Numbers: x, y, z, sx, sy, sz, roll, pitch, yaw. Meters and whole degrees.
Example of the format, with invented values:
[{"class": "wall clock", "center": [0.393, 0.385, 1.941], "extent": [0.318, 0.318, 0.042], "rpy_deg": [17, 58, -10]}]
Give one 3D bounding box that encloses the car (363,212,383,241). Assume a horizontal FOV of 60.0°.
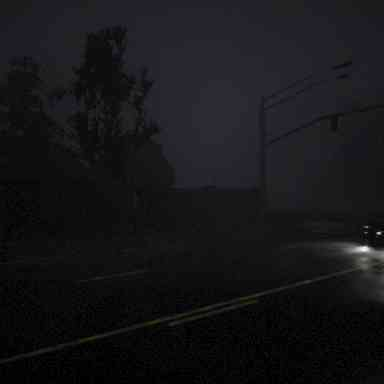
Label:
[{"class": "car", "center": [9.658, 1.442, 15.065], "extent": [4.892, 1.490, 1.837], "rpy_deg": [0, 0, -35]}]
